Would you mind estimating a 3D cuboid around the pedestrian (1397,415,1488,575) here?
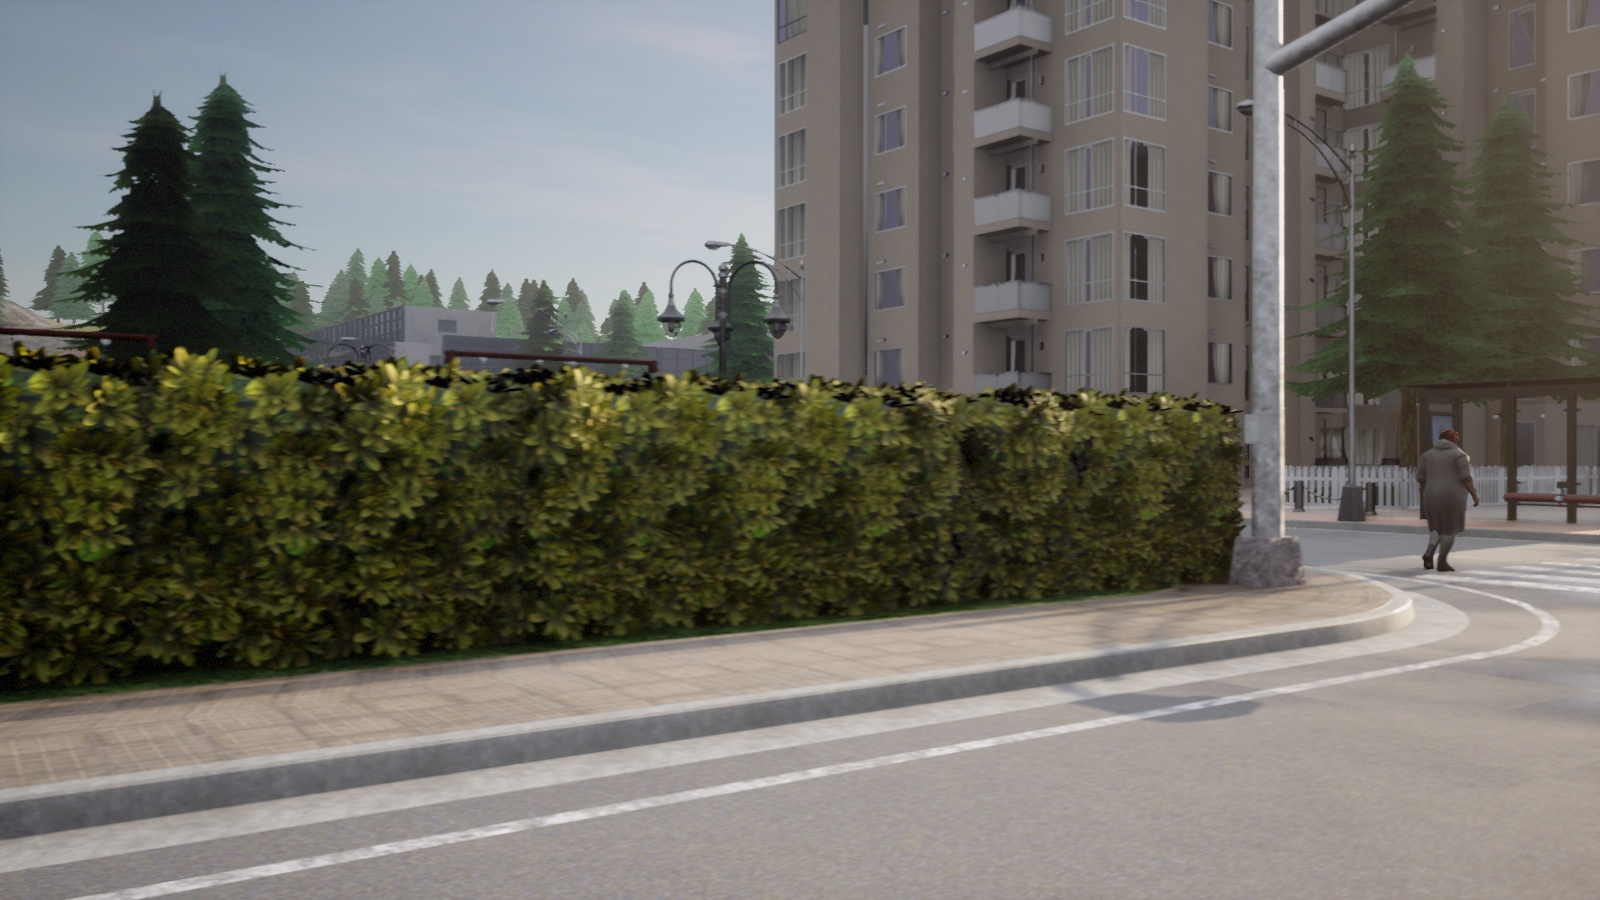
[{"bbox_3d":[8.095,0.548,15.834,0.873,1.952,0.659,0,0,-31],"label":"pedestrian"}]
